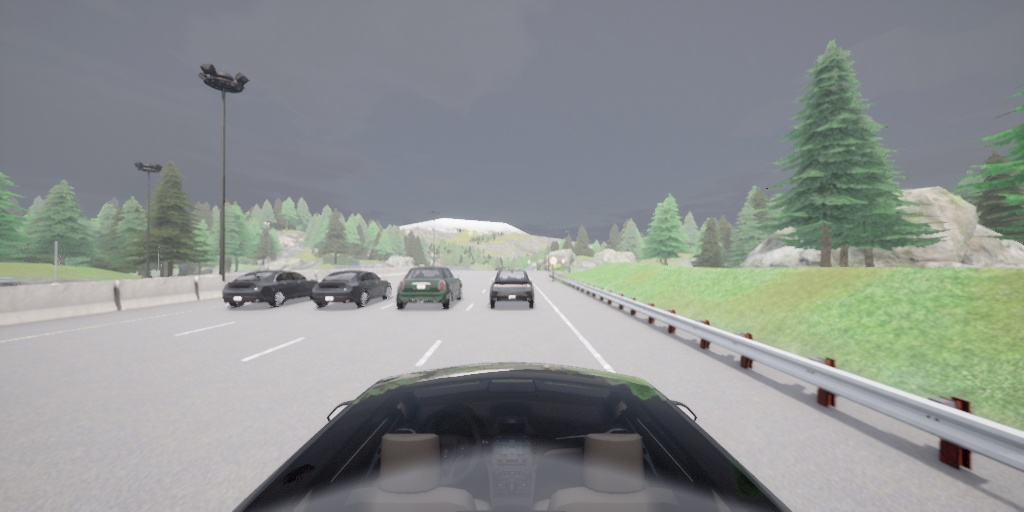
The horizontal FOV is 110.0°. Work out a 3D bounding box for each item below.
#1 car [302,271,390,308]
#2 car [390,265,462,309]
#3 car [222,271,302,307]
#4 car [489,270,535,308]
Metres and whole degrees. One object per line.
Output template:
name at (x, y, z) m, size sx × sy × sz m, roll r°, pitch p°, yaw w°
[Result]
car at (-6.994, 1.392, 16.156) m, size 1.837 × 1.490 × 4.892 m, roll 0°, pitch 0°, yaw 0°
car at (-3.496, 1.233, 15.938) m, size 2.097 × 1.767 × 4.553 m, roll 0°, pitch -1°, yaw 0°
car at (-10.494, 1.389, 16.150) m, size 1.837 × 1.490 × 4.892 m, roll 0°, pitch 0°, yaw 0°
car at (0.005, 1.377, 16.155) m, size 2.128 × 1.511 × 4.902 m, roll 0°, pitch 0°, yaw 0°
